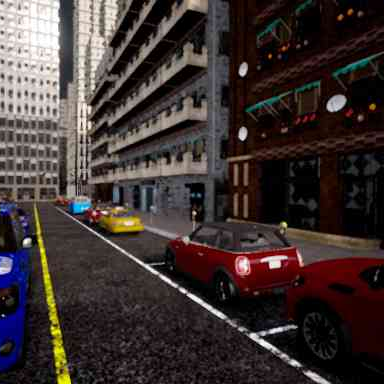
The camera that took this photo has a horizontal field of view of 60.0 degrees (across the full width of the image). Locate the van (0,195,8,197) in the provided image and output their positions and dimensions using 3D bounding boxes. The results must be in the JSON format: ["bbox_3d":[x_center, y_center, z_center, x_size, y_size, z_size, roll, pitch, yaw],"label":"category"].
[{"bbox_3d":[-20.716,1.311,34.839,1.690,1.788,3.998,-1,0,-26],"label":"van"}]

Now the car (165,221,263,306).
[{"bbox_3d":[0.780,1.434,8.245,1.967,1.590,4.097,-1,0,-26],"label":"car"}]

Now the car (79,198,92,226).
[{"bbox_3d":[-6.419,1.422,23.255,1.967,1.590,4.097,-1,0,-26],"label":"car"}]

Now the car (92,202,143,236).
[{"bbox_3d":[-4.092,1.511,18.406,1.752,1.417,4.829,-1,0,-26],"label":"car"}]

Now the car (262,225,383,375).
[{"bbox_3d":[3.178,1.313,3.241,2.192,1.841,5.009,-1,0,-26],"label":"car"}]

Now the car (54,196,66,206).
[{"bbox_3d":[-20.817,1.497,53.276,1.887,1.381,4.507,-1,0,-26],"label":"car"}]

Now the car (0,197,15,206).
[{"bbox_3d":[-30.313,1.493,54.854,1.887,1.381,4.507,-1,0,-26],"label":"car"}]

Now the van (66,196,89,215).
[{"bbox_3d":[-11.220,1.314,33.261,1.690,1.788,3.998,-1,0,-26],"label":"van"}]

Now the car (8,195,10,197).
[{"bbox_3d":[-25.516,1.274,44.846,2.192,1.841,5.009,-1,0,-26],"label":"car"}]

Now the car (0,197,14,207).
[{"bbox_3d":[-27.914,1.520,49.851,1.947,1.339,4.313,-1,0,-26],"label":"car"}]

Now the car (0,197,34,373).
[{"bbox_3d":[-3.862,1.217,5.437,2.150,2.045,5.566,0,0,-25],"label":"car"}]

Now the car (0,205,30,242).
[{"bbox_3d":[-9.382,1.512,17.166,1.812,1.442,4.674,0,0,-26],"label":"car"}]

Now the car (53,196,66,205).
[{"bbox_3d":[-23.290,1.472,58.432,1.752,1.417,4.829,-1,0,-26],"label":"car"}]
